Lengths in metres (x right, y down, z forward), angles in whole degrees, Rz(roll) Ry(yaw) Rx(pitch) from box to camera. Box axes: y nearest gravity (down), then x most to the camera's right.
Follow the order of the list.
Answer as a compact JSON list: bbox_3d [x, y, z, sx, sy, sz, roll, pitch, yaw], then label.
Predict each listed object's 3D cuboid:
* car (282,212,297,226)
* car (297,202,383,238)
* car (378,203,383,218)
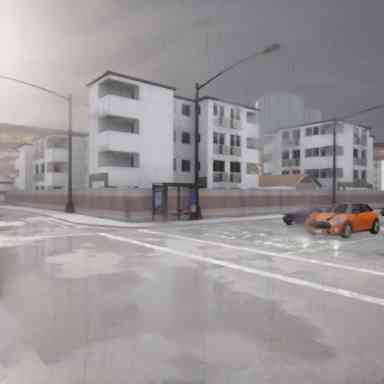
[{"bbox_3d":[8.144,1.616,22.223,4.718,1.301,1.895,0,0,-37],"label":"car"},{"bbox_3d":[8.031,1.363,17.736,4.553,1.767,2.097,0,0,-37],"label":"car"},{"bbox_3d":[19.009,1.650,30.132,4.718,1.301,1.895,0,0,-35],"label":"car"}]
